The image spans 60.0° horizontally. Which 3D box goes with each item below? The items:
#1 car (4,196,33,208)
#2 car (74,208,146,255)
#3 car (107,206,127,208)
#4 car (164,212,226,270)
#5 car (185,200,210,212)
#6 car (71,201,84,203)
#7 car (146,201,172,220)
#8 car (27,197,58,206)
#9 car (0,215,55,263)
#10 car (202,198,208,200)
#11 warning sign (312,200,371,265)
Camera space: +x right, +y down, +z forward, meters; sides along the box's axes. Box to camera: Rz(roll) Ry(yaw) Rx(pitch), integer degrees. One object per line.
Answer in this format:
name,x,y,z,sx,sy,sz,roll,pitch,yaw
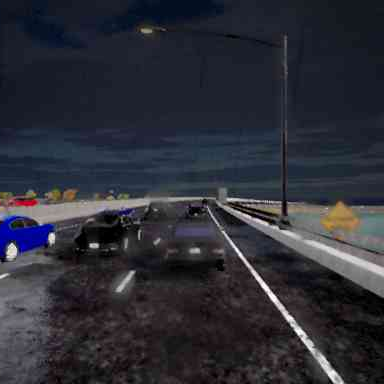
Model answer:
car,-23.898,1.635,46.632,2.150,2.045,5.566,0,-1,2
car,-3.342,1.621,13.900,1.837,1.490,4.892,0,0,1
car,-6.621,1.854,29.606,1.895,1.301,4.718,0,0,1
car,0.120,1.642,11.380,2.033,1.411,5.357,0,0,1
car,0.417,1.759,31.289,2.128,1.511,4.902,0,0,1
car,-16.828,1.995,48.698,1.994,1.385,4.181,0,-1,2
car,-3.087,1.619,31.129,2.097,1.767,4.553,0,-1,1
car,-20.396,1.904,46.572,2.128,1.511,4.902,0,-1,2
car,-6.864,1.581,12.423,1.882,1.535,5.008,0,0,1
car,2.730,2.136,69.802,1.837,1.490,4.892,0,-1,2
warning sign,4.578,1.200,10.280,1.300,1.860,1.060,-1,-1,0
